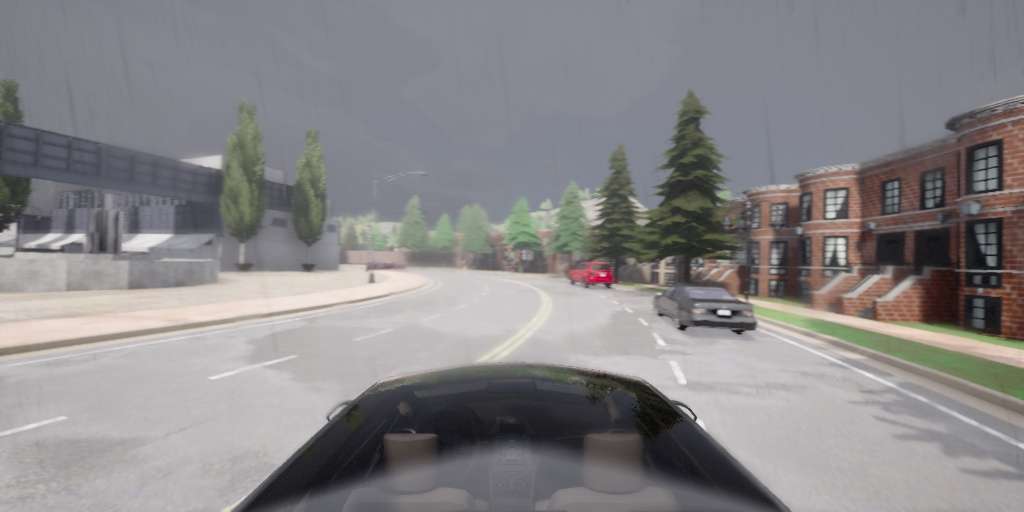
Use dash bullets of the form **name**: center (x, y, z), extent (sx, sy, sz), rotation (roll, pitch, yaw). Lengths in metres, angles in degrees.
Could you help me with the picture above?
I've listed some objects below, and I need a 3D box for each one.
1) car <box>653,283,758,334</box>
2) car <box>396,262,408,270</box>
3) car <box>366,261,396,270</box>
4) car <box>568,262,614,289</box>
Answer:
- **car**: center (6.218, 1.629, 12.197), extent (2.033, 1.411, 5.357), rotation (2, -1, 11)
- **car**: center (-18.885, 1.571, 57.593), extent (4.718, 1.301, 1.895), rotation (1, -1, 35)
- **car**: center (-20.072, 1.451, 54.109), extent (4.181, 1.385, 1.994), rotation (1, -1, 36)
- **car**: center (6.450, 1.557, 29.773), extent (2.150, 2.045, 5.566), rotation (2, -1, -9)
